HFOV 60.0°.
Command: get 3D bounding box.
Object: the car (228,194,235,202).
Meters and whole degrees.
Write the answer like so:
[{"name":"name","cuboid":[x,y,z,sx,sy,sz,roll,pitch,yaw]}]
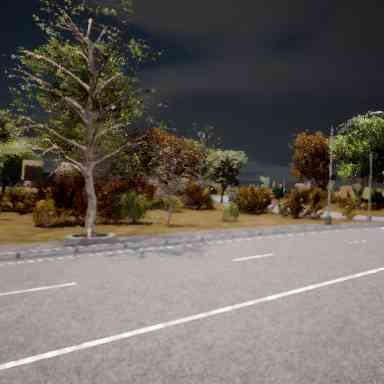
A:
[{"name":"car","cuboid":[9.996,1.645,77.120,2.150,2.045,5.566,3,1,-8]}]
